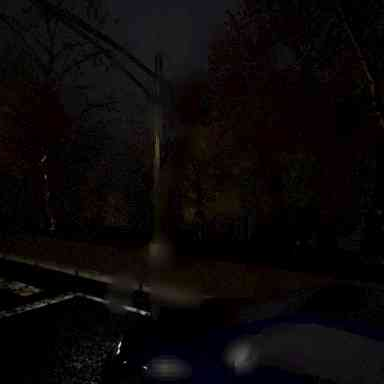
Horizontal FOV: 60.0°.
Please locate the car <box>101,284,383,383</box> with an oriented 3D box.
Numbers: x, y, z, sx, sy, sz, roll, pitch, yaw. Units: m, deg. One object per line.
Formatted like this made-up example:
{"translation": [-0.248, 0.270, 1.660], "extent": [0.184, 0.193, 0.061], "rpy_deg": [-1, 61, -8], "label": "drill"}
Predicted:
{"translation": [1.146, 1.564, 2.865], "extent": [4.181, 1.385, 1.994], "rpy_deg": [0, 0, 35], "label": "car"}
